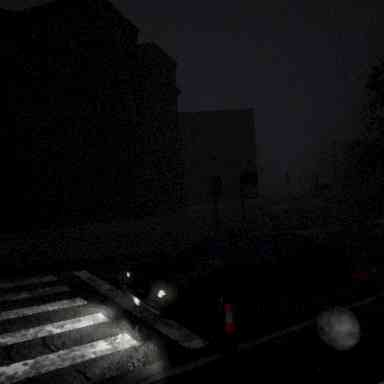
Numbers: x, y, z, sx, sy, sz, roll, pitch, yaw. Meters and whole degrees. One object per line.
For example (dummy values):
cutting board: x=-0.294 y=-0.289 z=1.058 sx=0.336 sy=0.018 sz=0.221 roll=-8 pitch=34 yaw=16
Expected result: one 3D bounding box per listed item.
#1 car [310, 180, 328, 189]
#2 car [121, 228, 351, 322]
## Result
car: x=22.324 y=-1.377 z=58.757 sx=1.882 sy=1.535 sz=5.008 roll=-3 pitch=1 yaw=4
car: x=1.253 y=1.539 z=7.373 sx=5.357 sy=1.411 sz=2.033 roll=-1 pitch=0 yaw=-33
